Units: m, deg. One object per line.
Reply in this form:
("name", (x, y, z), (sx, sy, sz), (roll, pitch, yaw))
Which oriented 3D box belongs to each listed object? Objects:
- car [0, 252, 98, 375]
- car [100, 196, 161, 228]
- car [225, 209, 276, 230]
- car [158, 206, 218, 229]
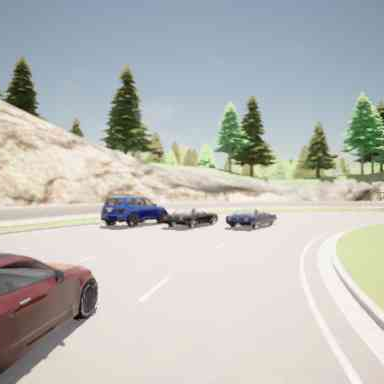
("car", (-2.900, 1.526, 4.495), (1.812, 1.442, 4.674), (0, 0, 7))
("car", (-3.957, 1.332, 23.533), (2.150, 2.045, 5.566), (0, -1, 29))
("car", (4.199, 1.790, 23.002), (1.895, 1.301, 4.718), (0, 0, 34))
("car", (0.016, 1.747, 22.973), (1.895, 1.301, 4.718), (0, 0, 31))
